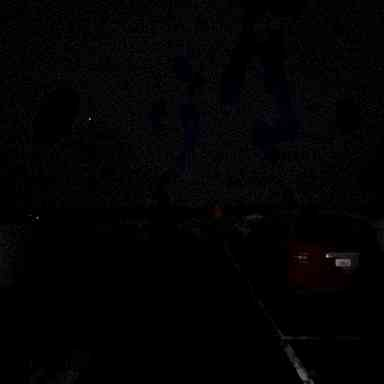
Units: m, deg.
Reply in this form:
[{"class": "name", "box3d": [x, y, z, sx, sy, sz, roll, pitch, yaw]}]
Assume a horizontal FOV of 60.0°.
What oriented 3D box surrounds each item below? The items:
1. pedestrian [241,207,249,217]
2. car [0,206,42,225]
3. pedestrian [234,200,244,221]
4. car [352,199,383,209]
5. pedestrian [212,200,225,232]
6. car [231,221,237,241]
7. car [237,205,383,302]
[{"class": "pedestrian", "box3d": [2.887, 1.573, 17.102, 0.375, 1.300, 0.375, 0, 0, 0]}, {"class": "car", "box3d": [-13.127, 1.713, 23.956, 4.181, 1.385, 1.994, -1, 0, 0]}, {"class": "pedestrian", "box3d": [2.611, 1.293, 17.764, 0.375, 1.860, 0.375, 0, 0, 0]}, {"class": "car", "box3d": [14.290, 1.337, 26.758, 5.008, 1.535, 1.882, 0, 0, 0]}, {"class": "pedestrian", "box3d": [1.453, 1.293, 18.364, 0.375, 1.860, 0.375, 0, 0, 0]}, {"class": "car", "box3d": [2.633, 1.525, 13.902, 1.752, 1.417, 4.829, 0, 0, 0]}, {"class": "car", "box3d": [2.634, 1.315, 8.186, 2.192, 1.841, 5.009, 0, 0, 0]}]
